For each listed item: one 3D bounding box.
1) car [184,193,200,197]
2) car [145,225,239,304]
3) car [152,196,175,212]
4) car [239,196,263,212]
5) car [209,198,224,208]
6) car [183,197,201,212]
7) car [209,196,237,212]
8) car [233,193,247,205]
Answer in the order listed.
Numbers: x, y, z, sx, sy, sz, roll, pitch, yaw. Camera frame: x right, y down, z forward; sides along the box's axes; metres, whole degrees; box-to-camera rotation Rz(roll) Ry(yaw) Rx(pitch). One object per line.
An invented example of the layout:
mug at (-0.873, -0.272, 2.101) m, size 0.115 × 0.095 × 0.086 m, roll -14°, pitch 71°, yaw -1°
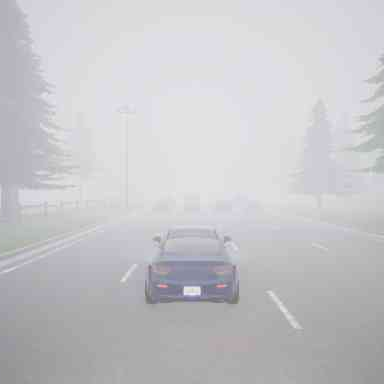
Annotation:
car at (0.020, 1.221, 49.053) m, size 2.150 × 2.045 × 5.566 m, roll 0°, pitch 0°, yaw 0°
car at (0.004, 1.526, 7.990) m, size 1.812 × 1.442 × 4.674 m, roll 0°, pitch 0°, yaw 0°
car at (-3.484, 1.547, 38.604) m, size 2.033 × 1.411 × 5.357 m, roll 0°, pitch 0°, yaw 0°
car at (7.016, 1.526, 39.017) m, size 1.812 × 1.442 × 4.674 m, roll 0°, pitch 0°, yaw 0°
car at (3.520, 1.601, 49.051) m, size 1.895 × 1.301 × 4.718 m, roll 0°, pitch 0°, yaw 0°
car at (0.016, 1.564, 39.019) m, size 1.994 × 1.385 × 4.181 m, roll 0°, pitch 0°, yaw 0°
car at (3.516, 1.491, 38.601) m, size 2.128 × 1.511 × 4.902 m, roll 0°, pitch 0°, yaw 0°
car at (7.020, 1.221, 49.050) m, size 2.150 × 2.045 × 5.566 m, roll 0°, pitch 0°, yaw 0°
